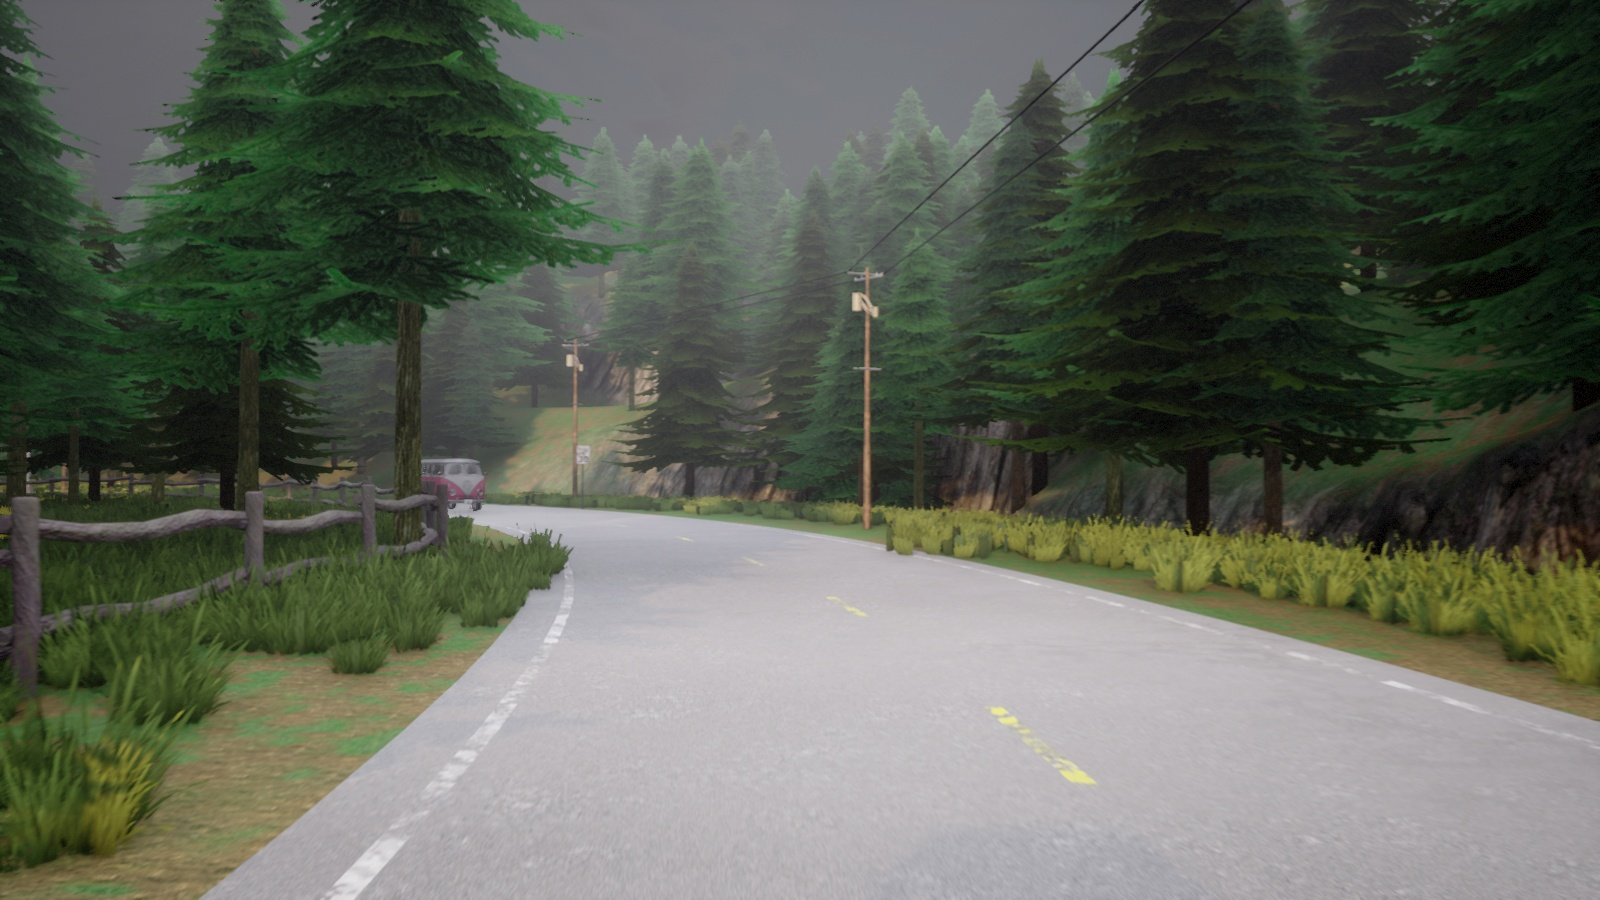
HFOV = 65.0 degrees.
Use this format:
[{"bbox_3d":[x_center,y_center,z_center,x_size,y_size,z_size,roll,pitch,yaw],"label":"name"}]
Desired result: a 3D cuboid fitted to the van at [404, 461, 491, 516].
[{"bbox_3d":[-13.406,1.426,47.618,1.775,1.987,4.442,1,-1,-36],"label":"van"}]
